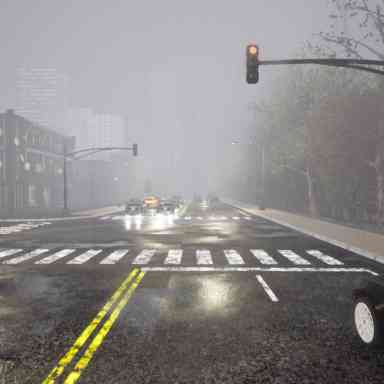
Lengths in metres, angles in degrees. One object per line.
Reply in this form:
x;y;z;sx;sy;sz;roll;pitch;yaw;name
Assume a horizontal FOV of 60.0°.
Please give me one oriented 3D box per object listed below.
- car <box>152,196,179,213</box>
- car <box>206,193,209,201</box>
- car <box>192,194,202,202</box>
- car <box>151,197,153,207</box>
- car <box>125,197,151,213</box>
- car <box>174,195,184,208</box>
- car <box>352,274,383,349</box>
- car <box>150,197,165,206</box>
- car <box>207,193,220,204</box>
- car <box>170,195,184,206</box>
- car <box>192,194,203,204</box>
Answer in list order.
-2.830;1.480;36.704;2.128;1.511;4.902;0;0;-2;car
4.422;1.195;76.637;2.150;2.045;5.566;0;0;1;car
1.179;1.325;77.120;2.097;1.767;4.553;0;0;1;car
-5.884;1.462;45.889;1.882;1.535;5.008;0;0;1;car
-6.046;1.481;36.376;2.128;1.511;4.902;0;0;-1;car
-2.630;1.476;46.212;2.128;1.511;4.902;0;0;1;car
3.397;1.477;3.220;1.882;1.535;5.008;0;0;1;car
-5.714;1.544;55.940;1.994;1.385;4.181;0;0;2;car
4.321;1.482;63.452;1.837;1.490;4.892;0;0;1;car
-2.470;1.332;56.503;2.097;1.767;4.553;0;0;1;car
1.087;1.524;65.037;2.033;1.411;5.357;0;0;2;car
